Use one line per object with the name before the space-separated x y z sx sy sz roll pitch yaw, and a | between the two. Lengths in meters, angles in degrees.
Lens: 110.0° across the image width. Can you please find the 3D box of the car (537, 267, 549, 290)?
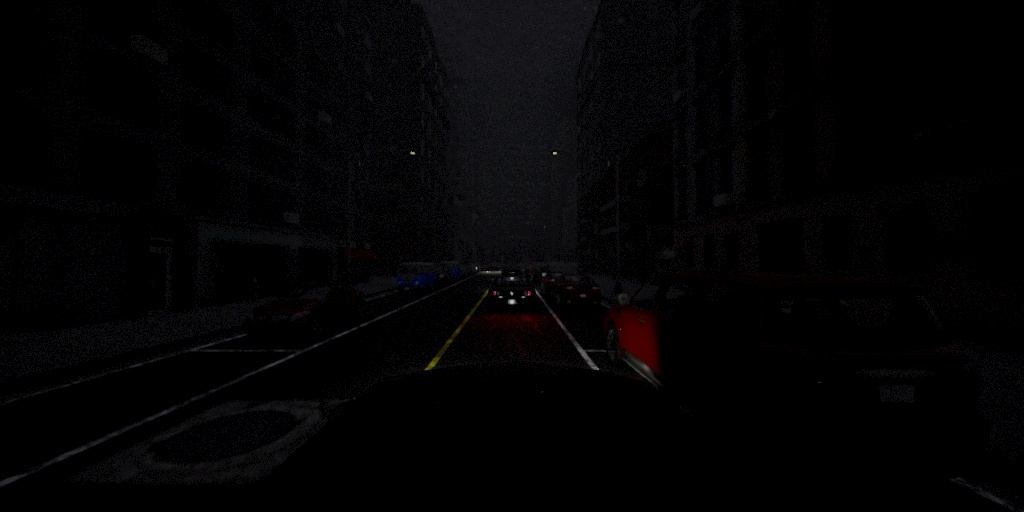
car | 2.759 1.522 21.789 1.802 1.307 4.207 0 0 0

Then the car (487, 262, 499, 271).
car | -3.016 1.752 59.786 1.882 1.535 5.008 0 0 0

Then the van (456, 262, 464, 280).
van | -5.768 1.384 33.006 1.690 1.789 3.998 0 0 0

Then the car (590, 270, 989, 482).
car | 2.763 1.096 4.961 2.192 1.841 5.009 0 0 0

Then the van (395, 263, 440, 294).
van | -5.766 1.281 21.788 1.690 1.789 3.998 0 0 0

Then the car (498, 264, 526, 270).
car | -0.003 1.535 31.158 1.837 1.490 4.892 0 0 0

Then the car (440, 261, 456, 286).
car | -5.767 1.432 27.398 1.967 1.591 4.097 0 0 0

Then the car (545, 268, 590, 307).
car | 2.761 1.433 16.179 1.888 1.381 4.507 0 0 0

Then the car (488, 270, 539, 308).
car | -0.002 1.486 15.973 1.895 1.301 4.718 0 -1 0

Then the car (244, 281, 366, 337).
car | -5.764 1.416 10.569 1.802 1.307 4.207 0 0 0

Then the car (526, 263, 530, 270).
car | 2.756 1.639 38.616 1.888 1.381 4.507 0 0 0

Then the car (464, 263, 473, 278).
car | -5.770 1.644 38.616 2.007 1.370 4.403 0 0 0

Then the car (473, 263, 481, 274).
car | -5.772 1.744 49.834 2.007 1.370 4.403 0 0 0

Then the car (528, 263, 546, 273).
car | 2.757 1.609 33.007 1.948 1.339 4.313 0 0 0
